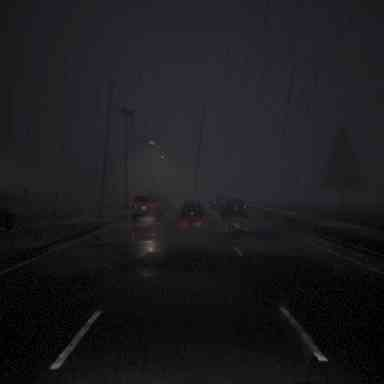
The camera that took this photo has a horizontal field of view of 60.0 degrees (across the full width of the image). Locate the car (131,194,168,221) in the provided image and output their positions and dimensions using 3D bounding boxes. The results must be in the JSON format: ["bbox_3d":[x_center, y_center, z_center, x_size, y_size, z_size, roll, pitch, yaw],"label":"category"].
[{"bbox_3d":[-3.485,1.187,26.981,2.150,2.045,5.566,0,0,1],"label":"car"}]

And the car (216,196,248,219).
[{"bbox_3d":[3.536,1.316,29.022,2.097,1.767,4.553,0,0,1],"label":"car"}]

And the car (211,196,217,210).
[{"bbox_3d":[3.510,1.299,41.593,2.097,1.767,4.553,0,0,0],"label":"car"}]

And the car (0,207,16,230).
[{"bbox_3d":[-11.500,1.501,18.269,1.812,1.442,4.674,0,0,0],"label":"car"}]

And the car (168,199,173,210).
[{"bbox_3d":[-3.491,1.512,41.215,1.994,1.385,4.181,0,0,0],"label":"car"}]

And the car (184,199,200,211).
[{"bbox_3d":[0.009,1.549,41.011,1.895,1.301,4.718,0,0,0],"label":"car"}]

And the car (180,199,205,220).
[{"bbox_3d":[0.024,1.455,27.944,2.128,1.511,4.902,0,0,1],"label":"car"}]
